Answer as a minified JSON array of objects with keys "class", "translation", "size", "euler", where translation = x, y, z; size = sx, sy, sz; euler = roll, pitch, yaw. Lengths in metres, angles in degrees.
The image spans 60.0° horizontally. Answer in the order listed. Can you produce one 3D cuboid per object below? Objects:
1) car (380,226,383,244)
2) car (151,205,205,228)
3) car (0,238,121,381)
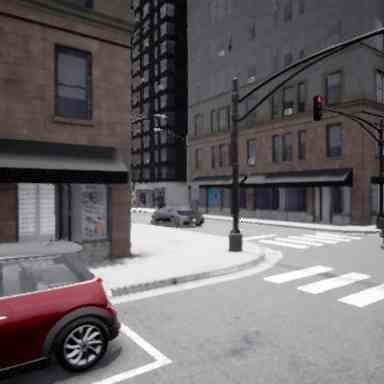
[{"class":"car","translation":[8.363,1.547,10.993],"size":[1.895,1.301,4.718],"euler":[0,0,-1]},{"class":"car","translation":[-1.008,1.561,22.164],"size":[1.994,1.385,4.181],"euler":[0,0,-35]},{"class":"car","translation":[-3.067,1.442,4.001],"size":[4.097,1.590,1.967],"euler":[0,0,-35]}]
